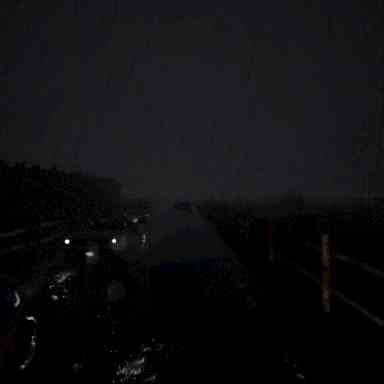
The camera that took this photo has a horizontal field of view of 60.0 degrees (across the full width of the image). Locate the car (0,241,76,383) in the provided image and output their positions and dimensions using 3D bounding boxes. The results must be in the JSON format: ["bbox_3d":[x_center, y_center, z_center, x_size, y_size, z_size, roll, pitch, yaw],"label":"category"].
[{"bbox_3d":[-2.905,1.562,2.791,2.033,1.411,5.357,0,0,-2],"label":"car"}]

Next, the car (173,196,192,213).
[{"bbox_3d":[-1.023,1.417,36.702,1.882,1.535,5.008,0,0,-2],"label":"car"}]

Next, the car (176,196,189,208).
[{"bbox_3d":[-1.402,1.424,48.505,1.837,1.490,4.892,0,1,-2],"label":"car"}]

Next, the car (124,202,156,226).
[{"bbox_3d":[-3.528,1.475,22.918,2.128,1.511,4.902,0,0,-2],"label":"car"}]

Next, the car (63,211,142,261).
[{"bbox_3d":[-3.205,1.601,12.437,1.895,1.301,4.718,0,0,-2],"label":"car"}]
